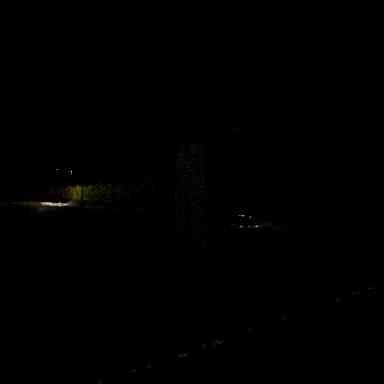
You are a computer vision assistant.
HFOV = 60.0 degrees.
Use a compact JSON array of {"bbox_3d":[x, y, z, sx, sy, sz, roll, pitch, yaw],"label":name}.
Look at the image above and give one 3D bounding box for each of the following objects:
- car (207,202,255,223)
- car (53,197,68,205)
[{"bbox_3d":[2.580,1.512,25.067,1.837,1.490,4.892,-1,1,-37],"label":"car"},{"bbox_3d":[-24.706,1.605,62.527,1.994,1.385,4.181,-1,1,-36],"label":"car"}]
